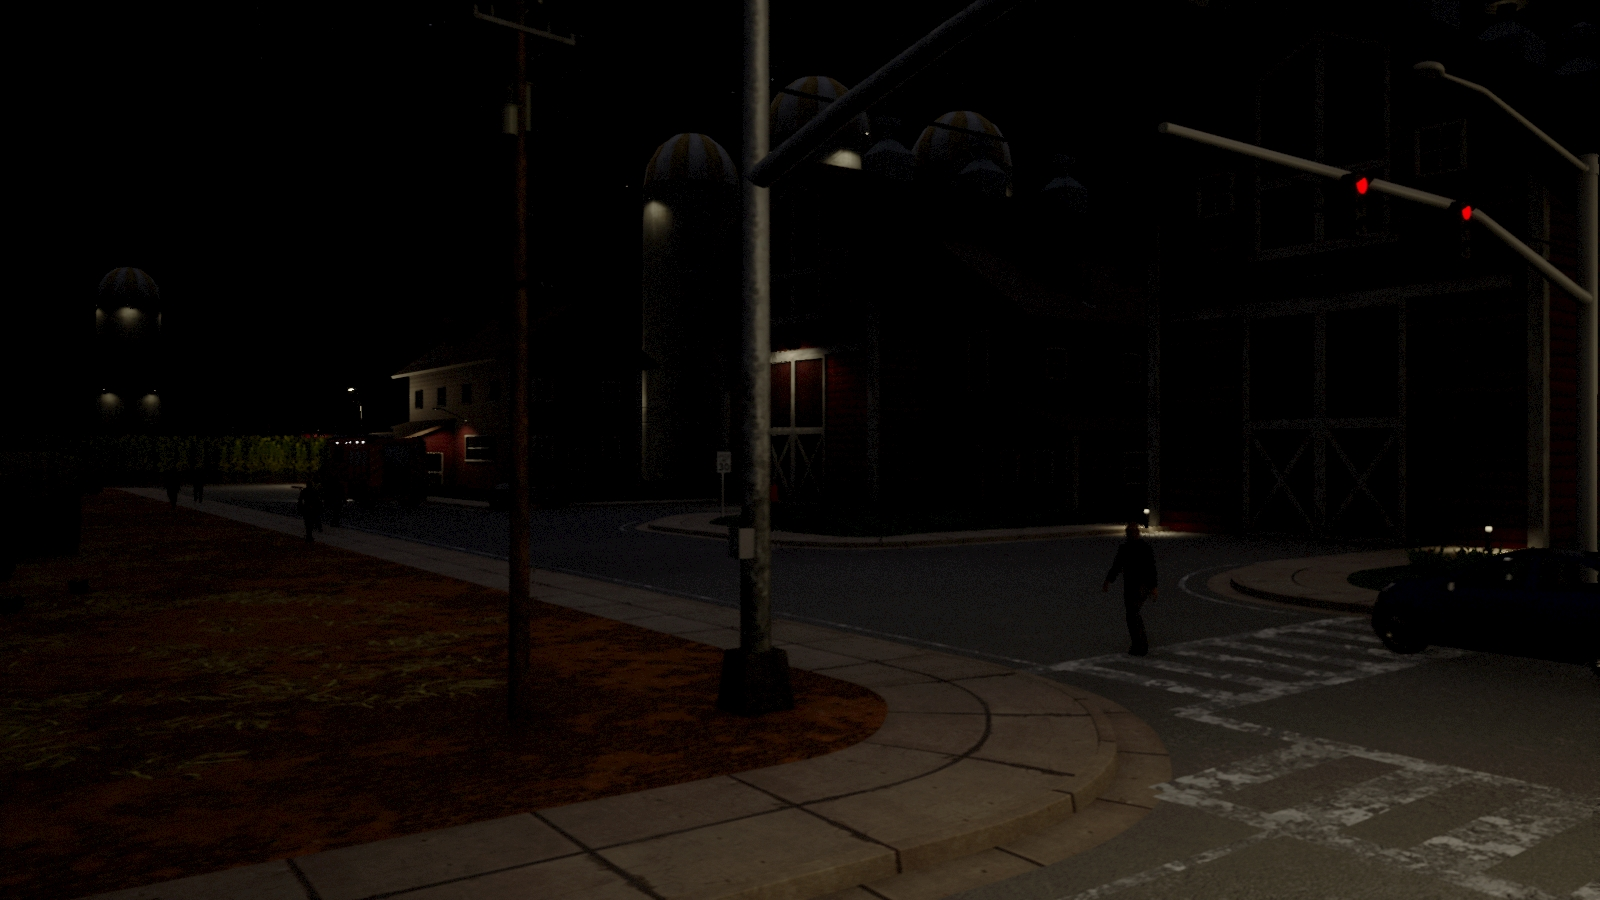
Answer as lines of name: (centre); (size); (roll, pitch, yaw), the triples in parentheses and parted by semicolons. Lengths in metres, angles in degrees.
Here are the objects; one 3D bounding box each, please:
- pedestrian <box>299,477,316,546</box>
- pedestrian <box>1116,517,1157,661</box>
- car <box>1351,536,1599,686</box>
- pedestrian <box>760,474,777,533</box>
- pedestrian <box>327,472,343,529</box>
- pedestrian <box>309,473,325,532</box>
pedestrian: (-13.489, 1.677, 31.287); (0.375, 1.860, 0.375); (0, 0, -35)
pedestrian: (4.484, 1.832, 15.218); (0.375, 1.860, 0.375); (0, 0, -35)
car: (9.476, 2.026, 14.963); (1.845, 1.501, 3.633); (0, 0, -36)
pedestrian: (-1.002, 1.683, 36.247); (0.375, 1.860, 0.375); (0, 0, -37)
pedestrian: (-15.532, 1.678, 38.142); (0.375, 1.860, 0.375); (0, 0, -44)
pedestrian: (-15.469, 1.678, 36.586); (0.375, 1.860, 0.375); (0, 0, -38)
